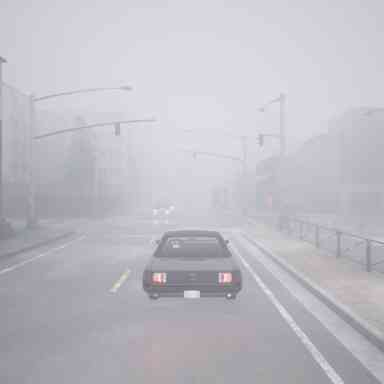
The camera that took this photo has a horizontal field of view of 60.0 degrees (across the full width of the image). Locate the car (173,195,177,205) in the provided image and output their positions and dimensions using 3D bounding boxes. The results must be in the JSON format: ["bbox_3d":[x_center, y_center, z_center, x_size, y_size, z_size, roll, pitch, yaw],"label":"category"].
[{"bbox_3d":[-3.952,1.612,54.889,1.895,1.301,4.718,0,0,0],"label":"car"}]

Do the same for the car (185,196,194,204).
[{"bbox_3d":[-0.441,1.505,66.645,2.128,1.511,4.902,0,0,0],"label":"car"}]

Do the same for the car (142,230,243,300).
[{"bbox_3d":[0.011,1.603,8.363,1.895,1.301,4.718,0,0,0],"label":"car"}]

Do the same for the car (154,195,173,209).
[{"bbox_3d":[-3.892,1.514,44.373,1.837,1.490,4.892,0,0,0],"label":"car"}]

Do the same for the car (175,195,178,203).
[{"bbox_3d":[-3.959,1.329,69.265,2.097,1.767,4.553,0,0,0],"label":"car"}]
